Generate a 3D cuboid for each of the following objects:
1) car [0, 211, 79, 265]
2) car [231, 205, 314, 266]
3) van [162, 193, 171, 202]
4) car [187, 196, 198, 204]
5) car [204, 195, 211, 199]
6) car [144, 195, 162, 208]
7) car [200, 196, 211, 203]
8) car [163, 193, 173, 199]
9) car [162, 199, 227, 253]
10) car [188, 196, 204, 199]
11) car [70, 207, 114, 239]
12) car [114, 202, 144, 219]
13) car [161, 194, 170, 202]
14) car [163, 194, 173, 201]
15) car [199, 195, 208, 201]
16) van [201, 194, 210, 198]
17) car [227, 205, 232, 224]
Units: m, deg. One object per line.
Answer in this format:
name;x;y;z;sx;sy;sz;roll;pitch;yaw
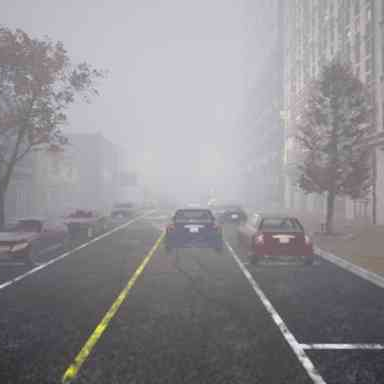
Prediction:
car;-5.676;1.565;11.635;1.802;1.307;4.206;1;0;0
car;2.673;1.423;11.577;1.967;1.590;4.097;1;0;0
van;-5.653;1.240;73.719;1.690;1.788;3.998;1;0;0
car;0.119;1.479;60.896;1.994;1.385;4.181;0;0;0
car;2.681;1.469;39.968;1.752;1.417;4.829;1;0;0
car;-5.665;1.486;45.499;2.008;1.369;4.403;1;0;0
car;2.688;1.472;68.018;1.947;1.339;4.313;1;0;0
car;-5.654;1.221;68.075;2.192;1.841;5.009;1;0;0
car;0.050;1.332;13.697;2.097;1.767;4.553;0;0;-1
car;0.113;1.542;41.424;1.895;1.301;4.718;0;0;0
car;-5.673;1.520;17.279;1.887;1.381;4.507;1;0;0
car;-5.671;1.525;28.567;1.947;1.339;4.313;1;0;0
car;-5.660;1.495;62.432;1.802;1.307;4.206;1;0;0
car;-5.653;1.331;79.364;1.967;1.590;4.097;1;0;0
car;2.692;1.457;79.307;1.947;1.339;4.313;1;0;0
van;2.690;1.254;62.374;1.690;1.788;3.998;1;0;0
car;2.675;1.533;22.866;1.947;1.339;4.313;1;0;0
